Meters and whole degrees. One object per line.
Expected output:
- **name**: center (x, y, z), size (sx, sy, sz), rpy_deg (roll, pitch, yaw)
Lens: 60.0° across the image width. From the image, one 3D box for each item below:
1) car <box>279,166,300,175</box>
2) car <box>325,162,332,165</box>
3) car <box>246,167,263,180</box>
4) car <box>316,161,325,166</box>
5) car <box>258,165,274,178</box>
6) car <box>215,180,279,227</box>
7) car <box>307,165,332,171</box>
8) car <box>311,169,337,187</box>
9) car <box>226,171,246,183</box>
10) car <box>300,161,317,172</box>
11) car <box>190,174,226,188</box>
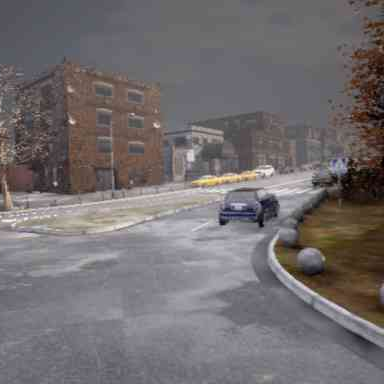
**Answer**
- **car**: center (18.753, -4.271, 65.435), size (2.163, 1.488, 4.792), rpy_deg (0, 6, 38)
- **car**: center (34.466, -6.971, 85.972), size (2.231, 1.521, 4.892), rpy_deg (0, 6, 38)
- **car**: center (8.538, -2.571, 52.136), size (1.946, 1.575, 5.366), rpy_deg (0, 6, 38)
- **car**: center (28.785, -6.254, 78.486), size (2.435, 2.045, 5.566), rpy_deg (0, 6, 38)
- **car**: center (12.045, -3.415, 56.696), size (2.435, 2.045, 5.566), rpy_deg (0, 6, 37)
- **car**: center (2.896, 0.535, 16.368), size (2.097, 1.767, 4.553), rpy_deg (-1, 4, 24)
- **car**: center (17.828, -2.449, 44.976), size (2.033, 1.411, 5.357), rpy_deg (0, 6, 38)
- **car**: center (14.031, -1.306, 34.587), size (1.895, 1.301, 4.718), rpy_deg (0, 6, 37)
- **car**: center (5.190, -2.003, 47.778), size (1.946, 1.575, 5.366), rpy_deg (0, 6, 38)
- **car**: center (25.474, -5.438, 74.176), size (2.231, 1.521, 4.892), rpy_deg (0, 6, 38)
- **car**: center (1.835, -1.433, 43.428), size (1.946, 1.575, 5.366), rpy_deg (0, 6, 38)
